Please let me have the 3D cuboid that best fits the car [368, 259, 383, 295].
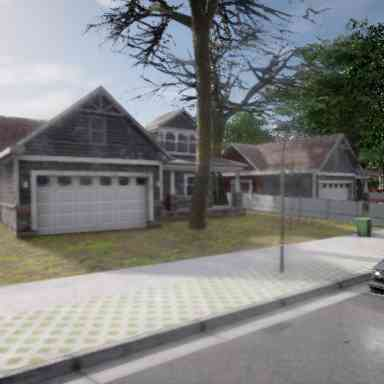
[{"bbox_3d":[6.138,1.540,7.543,5.357,1.411,2.033,0,0,-36],"label":"car"}]
